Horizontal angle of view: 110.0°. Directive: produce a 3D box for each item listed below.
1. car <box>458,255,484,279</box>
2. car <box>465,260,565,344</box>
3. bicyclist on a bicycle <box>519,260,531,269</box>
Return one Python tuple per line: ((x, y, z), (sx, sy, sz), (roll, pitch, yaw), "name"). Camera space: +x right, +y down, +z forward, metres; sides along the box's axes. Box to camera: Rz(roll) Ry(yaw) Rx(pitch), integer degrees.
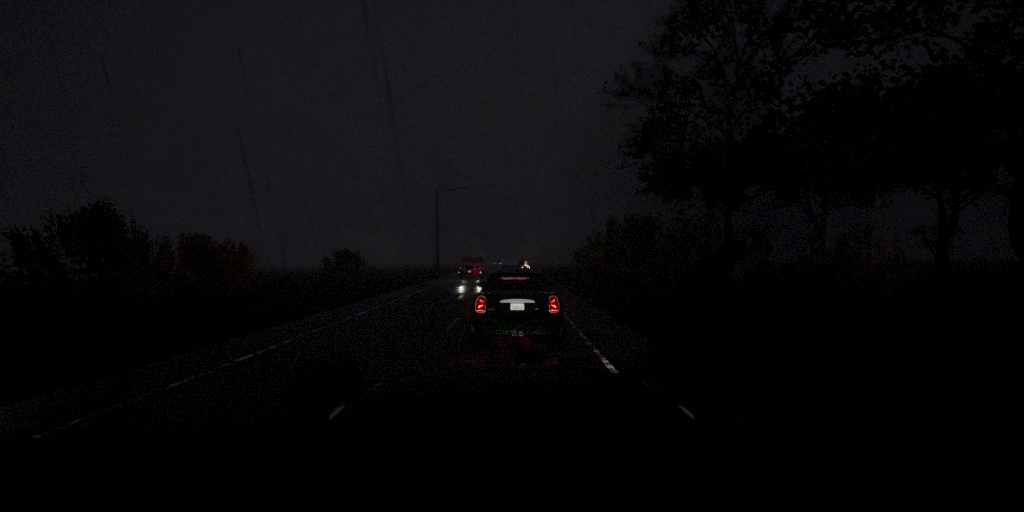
((-3.594, 0.960, 32.986), (2.150, 2.045, 5.566), (0, 0, 0), "car")
((0.116, 1.099, 9.740), (2.097, 1.767, 4.553), (0, 0, 0), "car")
((0.985, 1.177, 25.563), (0.866, 1.612, 1.509), (0, 0, 1), "bicyclist on a bicycle")
